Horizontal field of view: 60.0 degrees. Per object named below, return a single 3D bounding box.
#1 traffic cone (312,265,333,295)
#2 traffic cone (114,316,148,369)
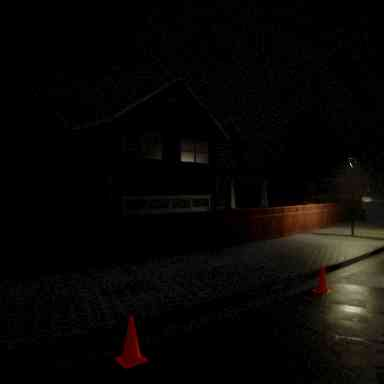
[{"bbox_3d":[2.947,1.955,7.501,0.340,0.580,0.340,0,0,-41],"label":"traffic cone"},{"bbox_3d":[-0.810,1.955,4.441,0.340,0.580,0.340,0,0,-37],"label":"traffic cone"}]
